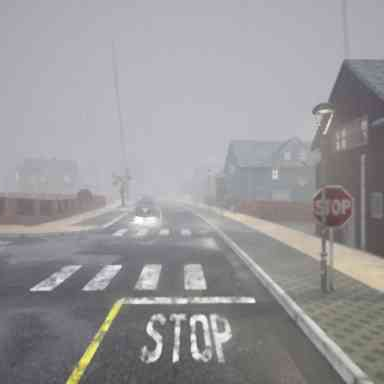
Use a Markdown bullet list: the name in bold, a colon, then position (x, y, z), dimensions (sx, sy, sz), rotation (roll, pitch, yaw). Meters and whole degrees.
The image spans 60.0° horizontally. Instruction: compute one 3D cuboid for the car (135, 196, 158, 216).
- **car**: position (-4.301, 1.386, 31.340), dimensions (2.128, 1.511, 4.902), rotation (0, 0, -5)
